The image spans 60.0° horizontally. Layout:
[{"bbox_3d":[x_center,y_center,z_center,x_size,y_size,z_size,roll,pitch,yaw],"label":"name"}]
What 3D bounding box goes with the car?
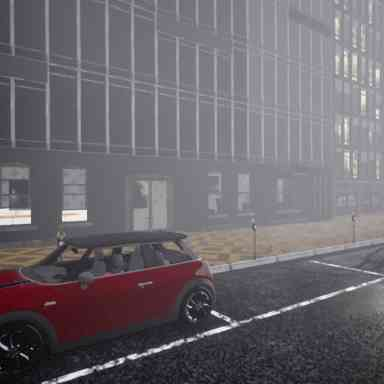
[{"bbox_3d":[-1.639,1.440,5.396,4.097,1.590,1.967,0,0,-35],"label":"car"}]
